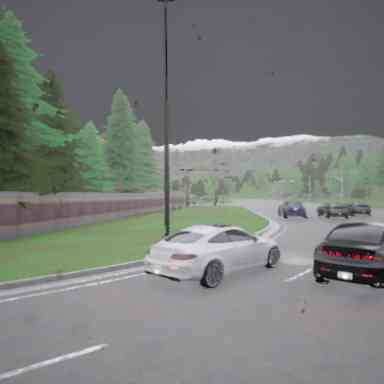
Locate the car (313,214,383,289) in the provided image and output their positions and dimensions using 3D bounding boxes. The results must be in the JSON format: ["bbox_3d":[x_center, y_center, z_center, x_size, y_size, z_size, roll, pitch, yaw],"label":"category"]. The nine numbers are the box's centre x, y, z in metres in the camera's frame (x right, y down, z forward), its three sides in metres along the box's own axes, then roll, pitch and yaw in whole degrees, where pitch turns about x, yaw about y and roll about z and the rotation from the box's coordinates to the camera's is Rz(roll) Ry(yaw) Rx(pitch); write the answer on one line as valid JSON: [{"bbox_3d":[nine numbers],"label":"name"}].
[{"bbox_3d":[4.851,1.569,9.043,1.837,1.490,4.892,0,0,40],"label":"car"}]

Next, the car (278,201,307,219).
[{"bbox_3d":[9.831,1.650,32.879,2.097,1.767,4.553,-1,-1,7],"label":"car"}]

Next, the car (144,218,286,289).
[{"bbox_3d":[0.758,1.637,9.545,1.812,1.442,4.674,-1,-1,43],"label":"car"}]

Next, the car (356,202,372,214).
[{"bbox_3d":[17.072,1.740,34.930,2.128,1.511,4.902,-1,-1,6],"label":"car"}]

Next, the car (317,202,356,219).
[{"bbox_3d":[13.185,1.738,31.379,2.128,1.511,4.902,-1,-1,7],"label":"car"}]
